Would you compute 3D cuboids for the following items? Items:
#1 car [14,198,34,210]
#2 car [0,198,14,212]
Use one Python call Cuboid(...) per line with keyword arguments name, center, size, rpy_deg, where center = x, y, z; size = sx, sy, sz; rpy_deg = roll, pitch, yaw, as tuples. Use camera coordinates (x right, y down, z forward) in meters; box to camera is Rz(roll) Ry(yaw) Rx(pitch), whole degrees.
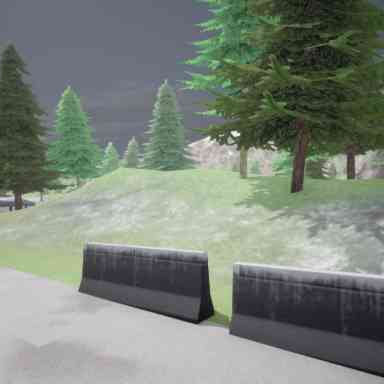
Cuboid(name="car", center=(-21.384, 1.456, 40.077), size=(4.181, 1.385, 1.994), rpy_deg=(0, 0, -45))
Cuboid(name="car", center=(-21.780, 1.396, 34.565), size=(2.128, 1.511, 4.902), rpy_deg=(0, 0, 42))
